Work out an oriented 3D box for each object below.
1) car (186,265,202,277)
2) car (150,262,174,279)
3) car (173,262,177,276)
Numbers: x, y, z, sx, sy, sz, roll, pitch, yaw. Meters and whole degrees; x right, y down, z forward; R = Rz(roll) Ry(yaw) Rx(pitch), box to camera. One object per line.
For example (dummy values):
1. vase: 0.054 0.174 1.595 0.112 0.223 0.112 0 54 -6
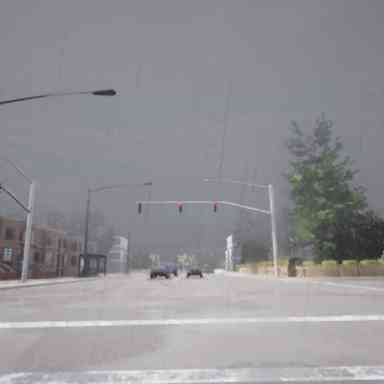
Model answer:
1. car: 0.310 9.796 41.171 2.033 1.411 5.357 -1 -13 0
2. car: -3.395 8.715 36.309 2.033 1.411 5.357 -1 -13 0
3. car: -3.303 11.221 48.486 2.150 2.045 5.566 -1 -14 1
